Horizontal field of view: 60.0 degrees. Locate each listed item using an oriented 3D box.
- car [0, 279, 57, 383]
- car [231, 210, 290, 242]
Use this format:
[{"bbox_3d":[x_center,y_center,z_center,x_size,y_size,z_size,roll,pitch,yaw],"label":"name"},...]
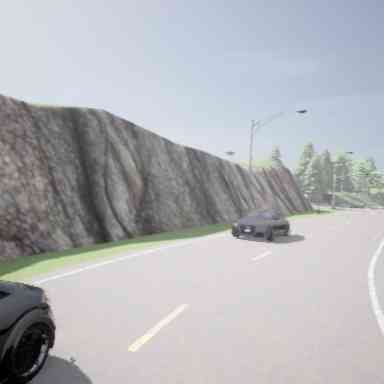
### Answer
[{"bbox_3d":[-3.066,1.404,2.655,1.994,1.385,4.181,3,0,16],"label":"car"},{"bbox_3d":[3.651,1.658,17.195,1.994,1.385,4.181,3,0,32],"label":"car"}]
